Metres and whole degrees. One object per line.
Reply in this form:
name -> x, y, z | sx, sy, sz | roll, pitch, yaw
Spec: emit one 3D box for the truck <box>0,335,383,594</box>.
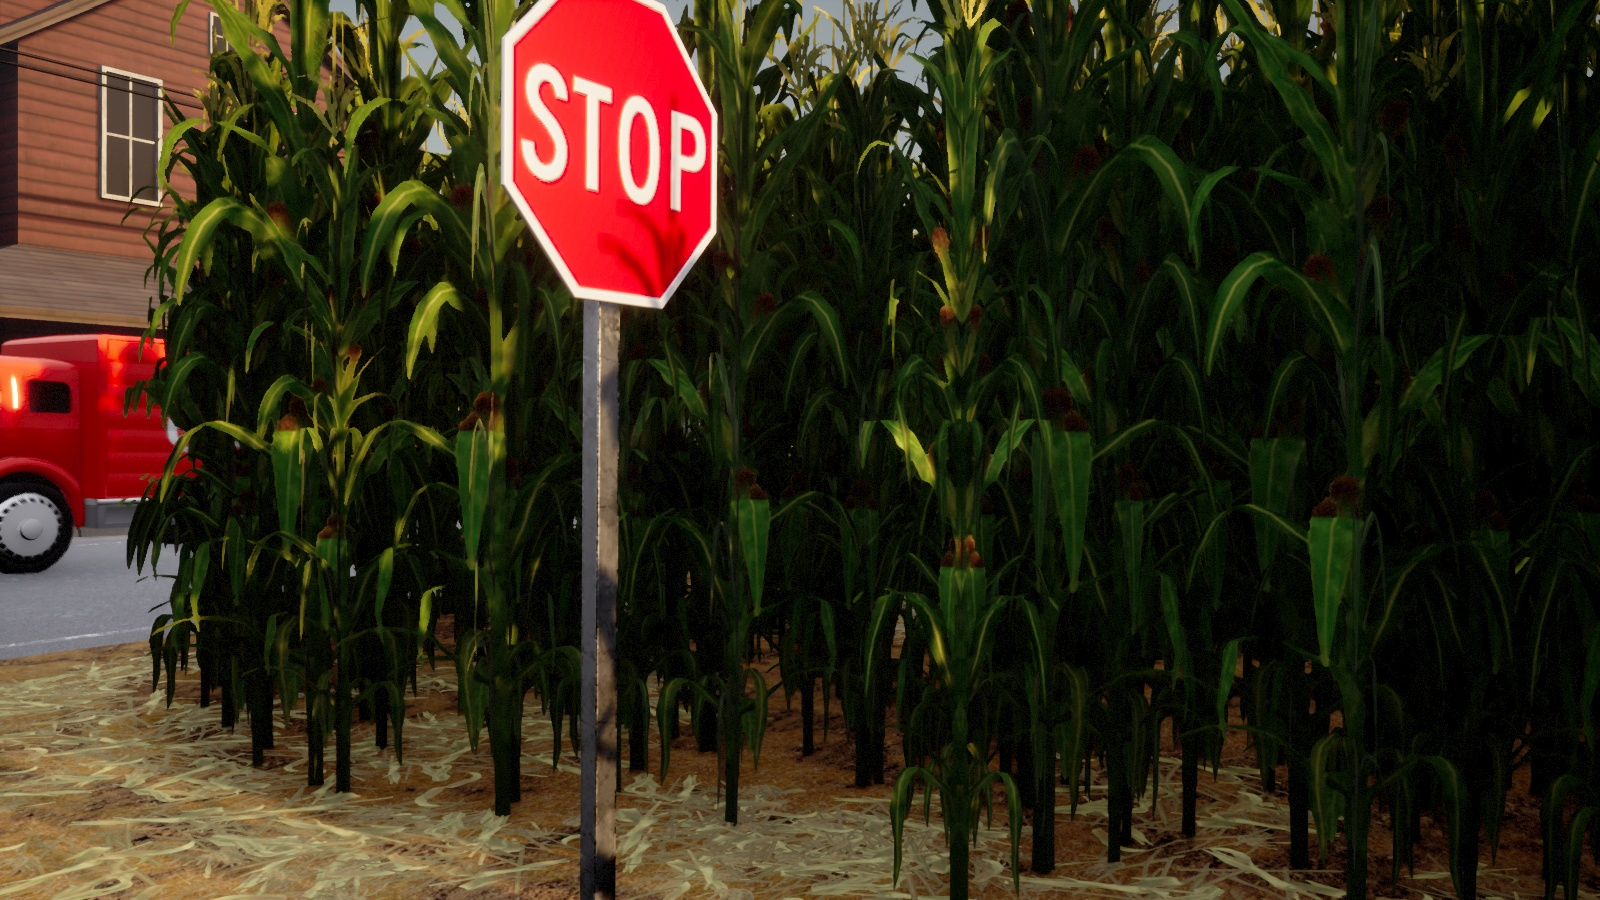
truck -> -7.740, 0.130, 14.233 | 2.627, 2.467, 5.204 | 0, 0, 33
